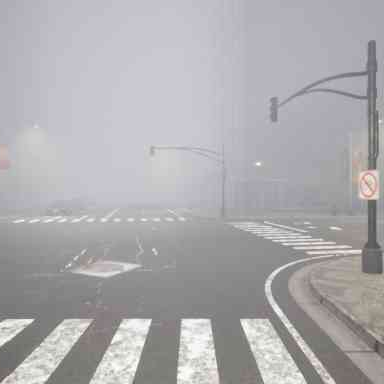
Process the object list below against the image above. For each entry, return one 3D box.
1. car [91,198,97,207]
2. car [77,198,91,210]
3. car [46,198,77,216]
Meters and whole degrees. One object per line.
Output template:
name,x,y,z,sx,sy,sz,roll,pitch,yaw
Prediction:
car,-16.406,1.600,53.148,1.994,1.385,4.181,0,0,-9
car,-14.808,1.503,43.305,1.882,1.535,5.008,0,0,-9
car,-13.216,1.542,33.473,1.812,1.442,4.674,0,0,-10
